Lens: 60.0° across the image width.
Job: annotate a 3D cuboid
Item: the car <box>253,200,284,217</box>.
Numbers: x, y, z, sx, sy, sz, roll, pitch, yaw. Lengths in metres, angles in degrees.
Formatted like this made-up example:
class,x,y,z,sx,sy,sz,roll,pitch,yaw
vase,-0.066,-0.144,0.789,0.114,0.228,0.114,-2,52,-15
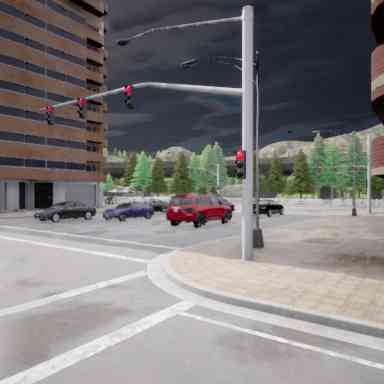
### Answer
class,x,y,z,sx,sy,sz,roll,pitch,yaw
car,7.158,1.478,31.701,1.882,1.535,5.008,0,0,36

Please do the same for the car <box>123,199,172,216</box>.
class,x,y,z,sx,sy,sz,roll,pitch,yaw
car,-4.426,1.491,33.830,2.128,1.511,4.902,0,0,36

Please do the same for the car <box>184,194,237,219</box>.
class,x,y,z,sx,sy,sz,roll,pitch,yaw
car,1.792,1.218,30.228,2.150,2.045,5.566,0,0,36

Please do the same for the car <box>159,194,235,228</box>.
class,x,y,z,sx,sy,sz,roll,pitch,yaw
car,0.586,1.221,22.566,2.150,2.045,5.566,0,0,36

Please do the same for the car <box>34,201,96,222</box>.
class,x,y,z,sx,sy,sz,roll,pitch,yaw
car,-9.907,1.505,26.288,1.837,1.490,4.892,0,0,36

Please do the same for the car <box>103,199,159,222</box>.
class,x,y,z,sx,sy,sz,roll,pitch,yaw
car,-5.048,1.526,27.030,1.812,1.442,4.674,0,0,36
